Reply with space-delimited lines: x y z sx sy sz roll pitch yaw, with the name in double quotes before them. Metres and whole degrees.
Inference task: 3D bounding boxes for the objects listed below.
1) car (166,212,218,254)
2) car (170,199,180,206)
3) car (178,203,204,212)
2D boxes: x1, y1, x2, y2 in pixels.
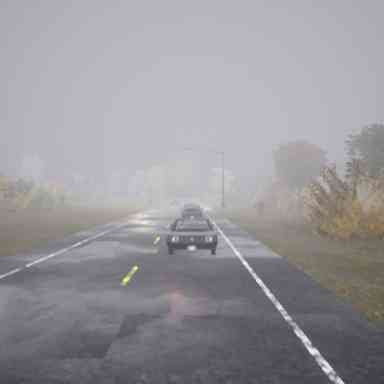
"car" 0.007 1.736 14.111 1.895 1.301 4.718 0 -1 0
"car" -3.536 2.249 71.007 2.033 1.411 5.357 0 -1 0
"car" 0.016 1.791 29.295 1.837 1.490 4.892 0 0 0
